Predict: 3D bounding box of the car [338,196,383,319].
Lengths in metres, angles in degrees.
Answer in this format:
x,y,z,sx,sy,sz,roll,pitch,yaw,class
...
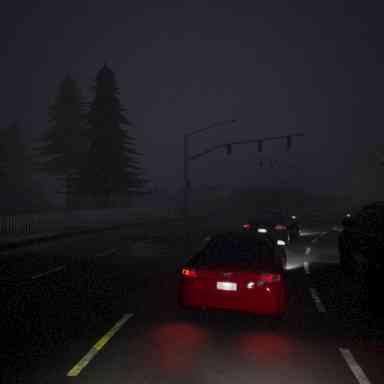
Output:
x,y,z,sx,sy,sz,roll,pitch,yaw,class
4.701,1.221,7.210,2.150,2.045,5.566,0,0,15,car

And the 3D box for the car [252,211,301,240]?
x,y,z,sx,sy,sz,roll,pitch,yaw,class
3.781,1.564,15.540,1.994,1.385,4.181,0,0,26,car

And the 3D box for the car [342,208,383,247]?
x,y,z,sx,sy,sz,roll,pitch,yaw,class
8.359,1.564,15.802,1.994,1.385,4.181,0,0,28,car

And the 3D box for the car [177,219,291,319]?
x,y,z,sx,sy,sz,roll,pitch,yaw,class
1.123,1.564,7.568,1.994,1.385,4.181,0,0,15,car
